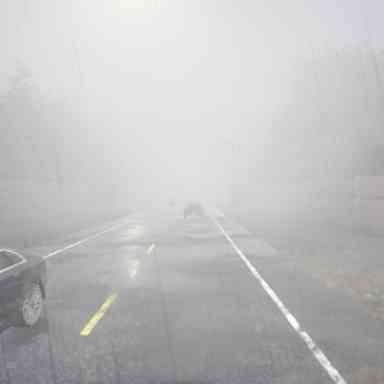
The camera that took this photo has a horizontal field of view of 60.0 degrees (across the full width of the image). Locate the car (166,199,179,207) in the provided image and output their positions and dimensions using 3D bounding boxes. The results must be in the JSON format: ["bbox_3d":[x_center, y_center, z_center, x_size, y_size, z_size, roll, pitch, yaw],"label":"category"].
[{"bbox_3d":[-3.233,1.792,55.148,1.994,1.385,4.181,0,0,1],"label":"car"}]

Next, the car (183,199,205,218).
[{"bbox_3d":[0.193,1.648,31.561,1.837,1.490,4.892,0,-1,1],"label":"car"}]

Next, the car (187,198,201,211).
[{"bbox_3d":[0.320,1.679,45.342,1.882,1.535,5.008,0,0,1],"label":"car"}]

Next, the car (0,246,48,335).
[{"bbox_3d":[-3.578,1.509,4.210,2.128,1.511,4.902,0,0,0],"label":"car"}]
